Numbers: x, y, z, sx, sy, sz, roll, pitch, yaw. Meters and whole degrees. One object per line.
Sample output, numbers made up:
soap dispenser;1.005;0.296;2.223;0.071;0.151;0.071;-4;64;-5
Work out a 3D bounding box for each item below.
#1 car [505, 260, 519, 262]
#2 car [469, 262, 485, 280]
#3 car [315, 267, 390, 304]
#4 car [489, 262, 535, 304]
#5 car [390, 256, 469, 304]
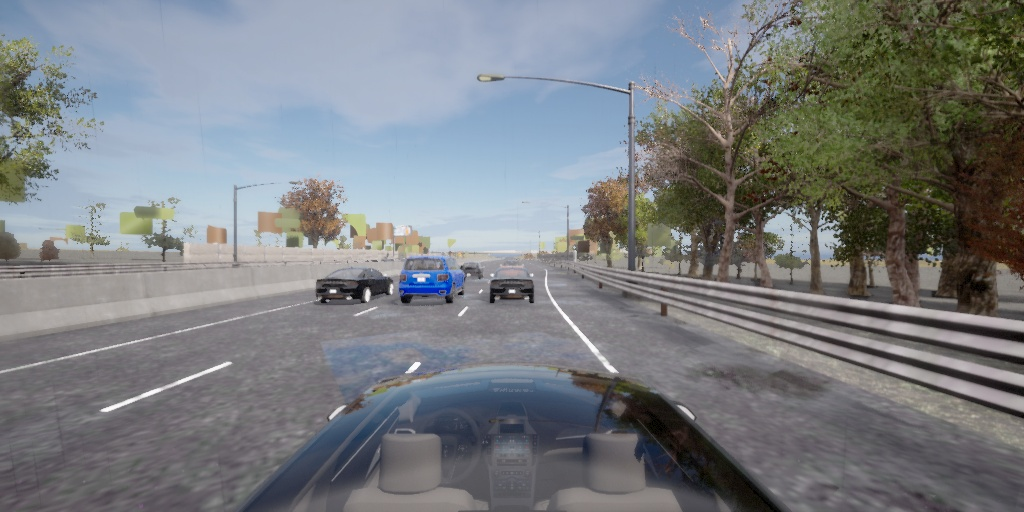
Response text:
car;0.000;1.125;31.471;2.097;1.767;4.553;0;0;0
car;-3.500;1.276;31.501;1.837;1.490;4.892;0;0;0
car;-7.000;1.234;16.501;1.882;1.535;5.008;0;0;0
car;0.000;1.234;16.501;1.882;1.535;5.008;0;0;0
car;-3.500;1.008;16.531;2.150;2.045;5.566;0;0;0
